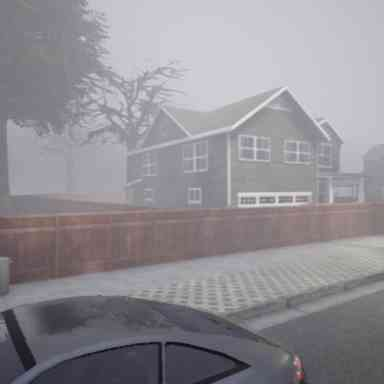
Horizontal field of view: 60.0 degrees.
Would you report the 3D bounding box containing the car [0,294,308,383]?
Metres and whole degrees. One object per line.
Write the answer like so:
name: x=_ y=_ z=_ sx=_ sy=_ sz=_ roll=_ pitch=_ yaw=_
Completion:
car: x=-1.060 y=1.561 z=2.246 sx=4.181 sy=1.385 sz=1.994 roll=0 pitch=0 yaw=-35
